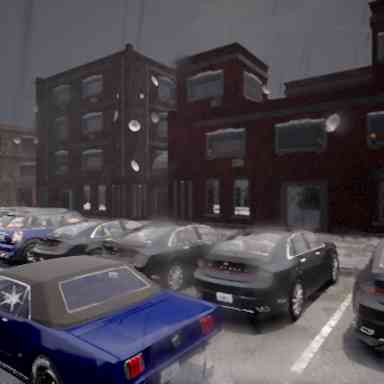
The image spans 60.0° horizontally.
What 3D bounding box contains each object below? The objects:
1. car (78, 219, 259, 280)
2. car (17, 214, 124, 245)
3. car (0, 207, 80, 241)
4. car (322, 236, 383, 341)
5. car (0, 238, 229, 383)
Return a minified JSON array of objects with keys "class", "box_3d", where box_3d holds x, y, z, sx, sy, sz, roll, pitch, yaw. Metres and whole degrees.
[{"class":"car","box_3d":[-0.300,1.538,9.166,2.231,1.521,4.892,-1,0,36]},{"class":"car","box_3d":[-2.543,1.569,10.769,2.231,1.521,4.892,-1,0,36]},{"class":"car","box_3d":[-4.802,1.473,12.352,2.185,1.767,4.553,-1,0,36]},{"class":"car","box_3d":[4.185,1.481,5.961,2.231,1.521,4.892,-1,0,36]},{"class":"car","box_3d":[-2.032,1.646,4.832,4.718,1.301,1.895,-1,0,36]}]
